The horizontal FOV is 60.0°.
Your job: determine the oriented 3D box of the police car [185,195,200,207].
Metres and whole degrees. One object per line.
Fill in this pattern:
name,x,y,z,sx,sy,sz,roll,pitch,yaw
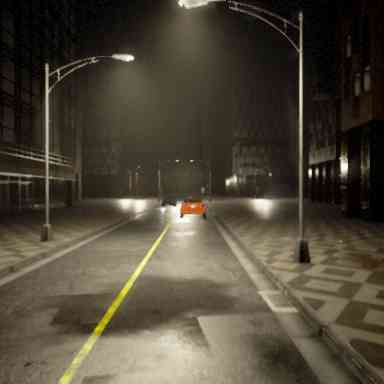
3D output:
police car,0.025,1.268,48.055,2.038,1.542,4.974,0,0,0

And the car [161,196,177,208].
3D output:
car,-3.024,1.308,44.587,1.812,1.442,4.674,0,0,1

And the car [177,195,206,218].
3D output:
car,0.091,1.209,28.879,2.097,1.767,4.553,0,0,0
